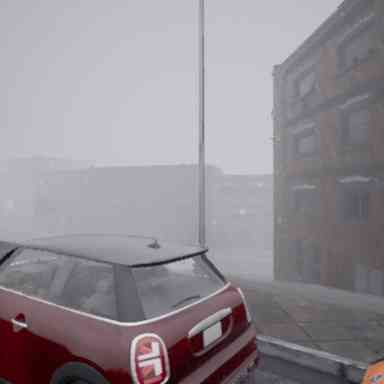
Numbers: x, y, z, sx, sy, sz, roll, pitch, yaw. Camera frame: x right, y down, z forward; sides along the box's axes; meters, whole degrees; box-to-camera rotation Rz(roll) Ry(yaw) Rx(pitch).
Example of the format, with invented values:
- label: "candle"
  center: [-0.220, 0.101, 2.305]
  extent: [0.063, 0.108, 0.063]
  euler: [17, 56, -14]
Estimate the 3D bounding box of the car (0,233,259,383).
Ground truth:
- label: "car"
  center: [-1.540, 1.329, 4.346]
  extent: [4.553, 1.767, 2.185]
  euler: [1, 0, 35]
